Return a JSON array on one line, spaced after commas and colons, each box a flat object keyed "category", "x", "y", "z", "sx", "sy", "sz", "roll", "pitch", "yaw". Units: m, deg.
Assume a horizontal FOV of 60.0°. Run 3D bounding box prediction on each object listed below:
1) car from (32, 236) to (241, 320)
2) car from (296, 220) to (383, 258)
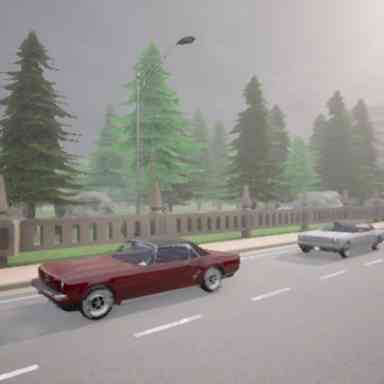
[{"category": "car", "x": -1.090, "y": 1.775, "z": 7.846, "sx": 4.718, "sy": 1.301, "sz": 1.895, "roll": 1, "pitch": -2, "yaw": -39}, {"category": "car", "x": 6.474, "y": 1.891, "z": 14.243, "sx": 4.718, "sy": 1.301, "sz": 1.895, "roll": 1, "pitch": -2, "yaw": -40}]
